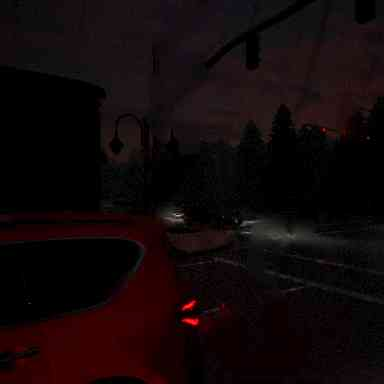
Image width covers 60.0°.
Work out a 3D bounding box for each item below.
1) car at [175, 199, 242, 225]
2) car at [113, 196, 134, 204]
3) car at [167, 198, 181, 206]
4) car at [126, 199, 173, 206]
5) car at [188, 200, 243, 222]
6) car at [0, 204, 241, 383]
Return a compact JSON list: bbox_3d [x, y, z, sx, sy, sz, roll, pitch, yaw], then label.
[{"bbox_3d":[1.251,1.492,22.056,2.128,1.511,4.902,0,0,-35],"label":"car"},{"bbox_3d":[-10.485,1.352,51.359,2.097,1.767,4.553,0,0,-35],"label":"car"},{"bbox_3d":[-3.248,1.564,34.620,1.994,1.385,4.181,0,0,-35],"label":"car"},{"bbox_3d":[-3.853,1.564,29.360,1.994,1.385,4.181,0,0,-35],"label":"car"},{"bbox_3d":[1.839,1.505,27.319,1.837,1.490,4.892,0,0,-35],"label":"car"},{"bbox_3d":[-2.486,1.221,2.230,5.566,2.045,2.150,0,0,-35],"label":"car"}]
